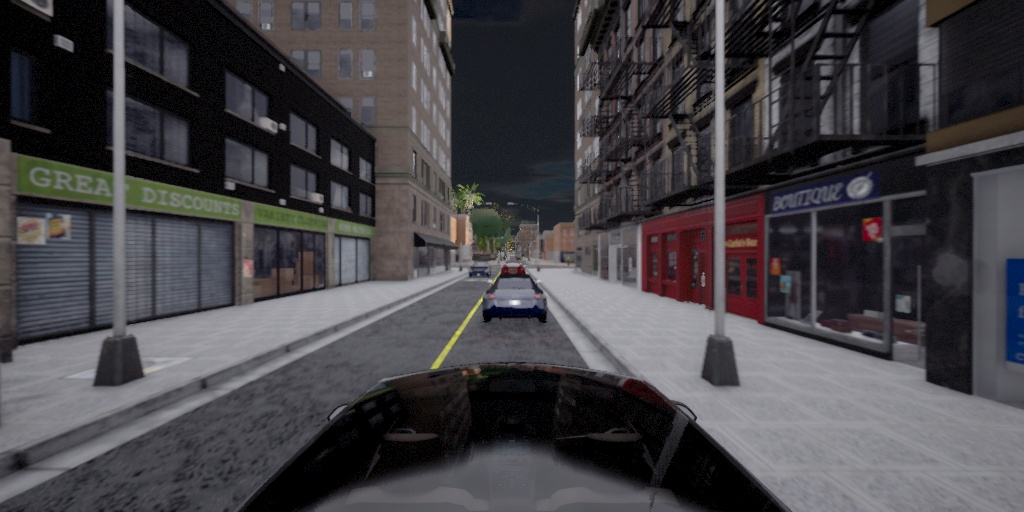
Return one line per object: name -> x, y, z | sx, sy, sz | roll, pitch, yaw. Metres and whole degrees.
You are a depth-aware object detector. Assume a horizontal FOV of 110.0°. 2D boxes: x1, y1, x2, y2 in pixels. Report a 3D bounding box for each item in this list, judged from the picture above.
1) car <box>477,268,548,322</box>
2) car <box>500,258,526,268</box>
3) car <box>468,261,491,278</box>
car -> 0.088, 1.282, 12.153 | 1.994, 1.385, 4.181 | 0, 0, 0
car -> 0.088, 1.150, 29.002 | 1.882, 1.535, 5.008 | 0, 0, 0
car -> -2.837, 1.210, 33.111 | 2.033, 1.411, 5.357 | 0, 0, 0
